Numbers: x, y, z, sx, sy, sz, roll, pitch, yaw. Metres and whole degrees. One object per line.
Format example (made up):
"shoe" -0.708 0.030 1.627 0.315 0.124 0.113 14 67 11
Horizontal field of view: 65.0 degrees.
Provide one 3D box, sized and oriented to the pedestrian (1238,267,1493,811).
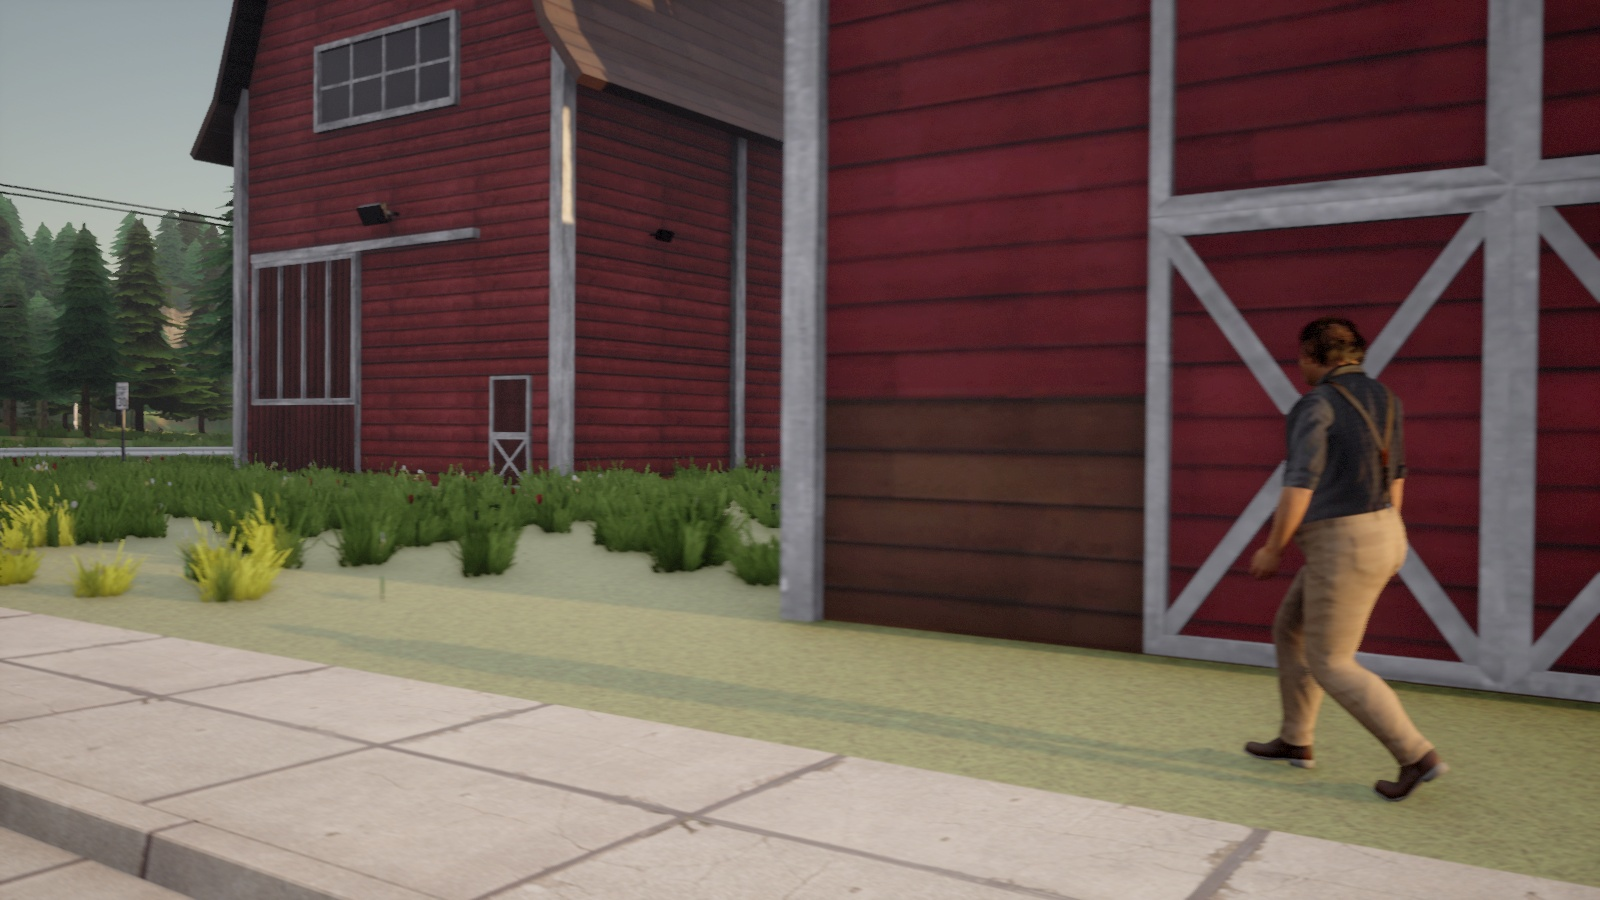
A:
"pedestrian" 2.108 0.299 4.706 0.540 1.848 0.694 -1 1 -38
